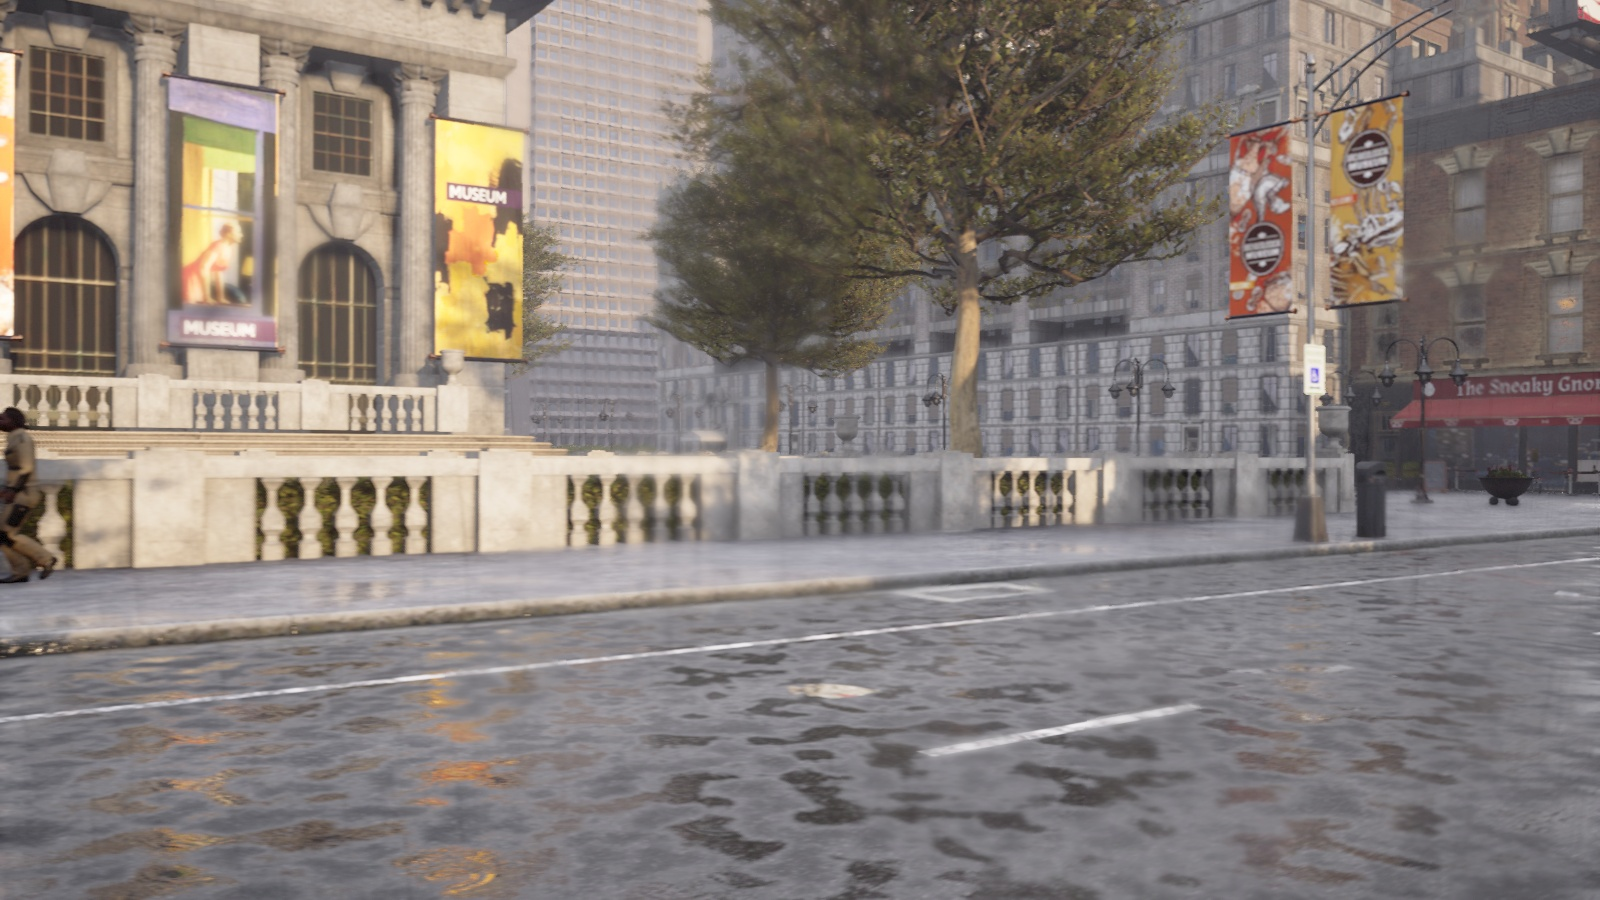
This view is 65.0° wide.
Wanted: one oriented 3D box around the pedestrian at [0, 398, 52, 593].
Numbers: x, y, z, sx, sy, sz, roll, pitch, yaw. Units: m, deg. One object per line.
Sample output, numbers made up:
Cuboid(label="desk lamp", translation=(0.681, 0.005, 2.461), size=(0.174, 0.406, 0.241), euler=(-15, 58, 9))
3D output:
Cuboid(label="pedestrian", translation=(-7.944, 0.449, 12.593), size=(0.692, 1.930, 0.396), euler=(0, 0, -41))
